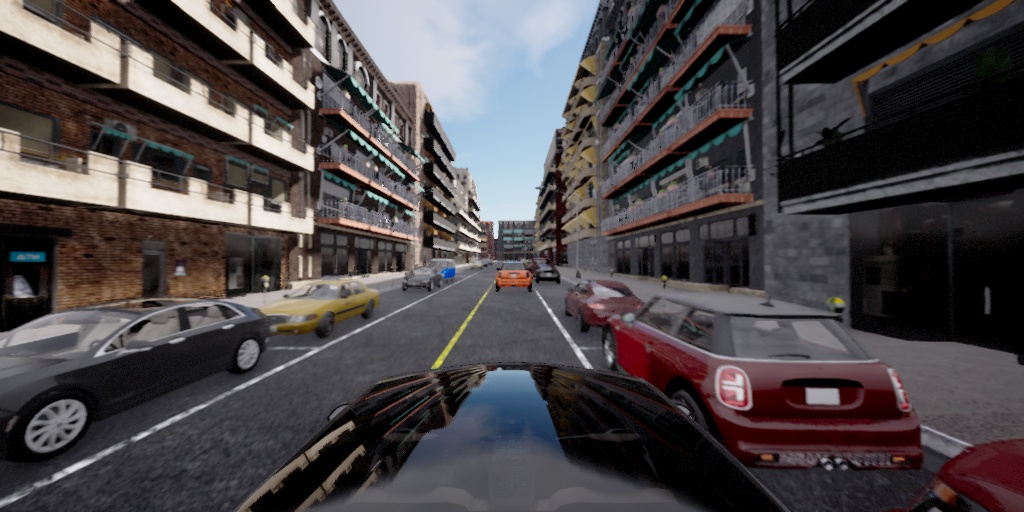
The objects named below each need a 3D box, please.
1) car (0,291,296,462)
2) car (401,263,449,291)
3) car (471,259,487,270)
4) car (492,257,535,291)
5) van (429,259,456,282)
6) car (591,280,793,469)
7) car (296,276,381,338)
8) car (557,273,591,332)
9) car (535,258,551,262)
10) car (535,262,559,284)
[{"bbox_3d":[-5.314,1.301,4.883,2.007,1.370,4.403,0,0,0],"label":"car"},{"bbox_3d":[-5.315,1.312,21.573,2.007,1.370,4.403,0,0,0],"label":"car"},{"bbox_3d":[-5.316,1.322,54.788,1.751,1.417,4.829,0,0,0],"label":"car"},{"bbox_3d":[0.102,1.113,21.951,2.097,1.767,4.553,0,0,0],"label":"car"},{"bbox_3d":[-5.315,1.107,27.137,1.690,1.789,3.998,0,0,0],"label":"van"},{"bbox_3d":[2.567,1.191,4.917,1.967,1.591,4.097,0,0,0],"label":"car"},{"bbox_3d":[-5.314,1.278,10.275,1.751,1.417,4.829,0,0,0],"label":"car"},{"bbox_3d":[2.567,1.334,10.478,1.802,1.307,4.207,0,0,0],"label":"car"},{"bbox_3d":[2.566,1.086,32.734,2.192,1.841,5.009,0,0,0],"label":"car"},{"bbox_3d":[2.566,1.332,27.169,1.948,1.339,4.313,0,0,0],"label":"car"}]
